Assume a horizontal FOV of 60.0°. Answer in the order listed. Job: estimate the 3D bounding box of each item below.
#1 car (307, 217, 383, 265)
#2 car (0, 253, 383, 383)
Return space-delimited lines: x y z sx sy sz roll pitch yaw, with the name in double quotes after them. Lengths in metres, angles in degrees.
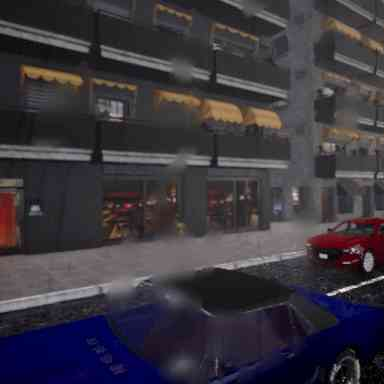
5.443 1.510 10.447 4.507 1.381 1.887 0 -1 -35 "car"
-0.074 1.595 3.319 4.718 1.301 1.895 0 0 -35 "car"
